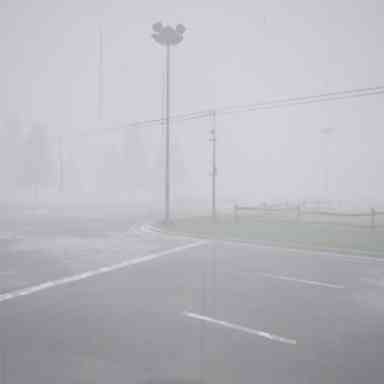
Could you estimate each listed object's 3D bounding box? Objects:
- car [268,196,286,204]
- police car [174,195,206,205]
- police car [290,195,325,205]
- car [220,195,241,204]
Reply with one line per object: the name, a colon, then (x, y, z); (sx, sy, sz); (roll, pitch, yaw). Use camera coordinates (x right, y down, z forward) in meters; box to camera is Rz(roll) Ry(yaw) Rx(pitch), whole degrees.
car: (14.955, 1.376, 57.977); (1.812, 1.442, 4.674); (1, 0, 37)
police car: (-0.345, 1.290, 52.287); (4.974, 1.542, 2.038); (0, 0, 0)
police car: (18.293, 1.242, 52.633); (5.238, 1.638, 1.930); (-3, -1, 29)
car: (6.809, 1.278, 58.686); (1.882, 1.535, 5.008); (1, 0, 37)
